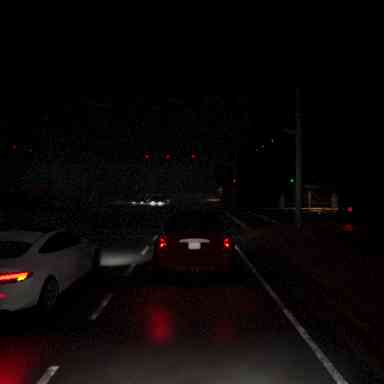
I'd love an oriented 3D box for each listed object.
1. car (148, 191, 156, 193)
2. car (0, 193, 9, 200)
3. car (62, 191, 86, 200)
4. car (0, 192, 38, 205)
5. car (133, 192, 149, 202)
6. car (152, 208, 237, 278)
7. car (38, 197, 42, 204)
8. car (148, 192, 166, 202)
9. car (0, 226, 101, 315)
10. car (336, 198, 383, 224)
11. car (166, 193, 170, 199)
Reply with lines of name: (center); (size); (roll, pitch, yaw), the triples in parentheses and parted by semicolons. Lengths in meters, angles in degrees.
car: (-9.799, 0.721, 80.659); (2.150, 2.045, 5.566); (0, 0, 2)
car: (-42.379, 0.980, 72.501); (3.905, 1.438, 1.784); (0, 0, 0)
car: (-24.925, 0.789, 69.610); (3.866, 1.878, 1.905); (0, 0, 0)
car: (-24.960, 0.904, 47.092); (4.605, 1.855, 1.932); (0, 0, 0)
car: (-10.225, 1.136, 64.972); (1.882, 1.535, 5.008); (0, 0, 2)
car: (0.069, 1.299, 10.126); (2.097, 1.767, 4.553); (0, 0, 0)
car: (-24.904, 0.892, 49.986); (3.866, 1.878, 1.905); (0, 0, 0)
car: (-6.723, 1.259, 64.931); (1.895, 1.301, 4.718); (0, 0, 2)
car: (-3.438, 1.486, 7.356); (1.812, 1.442, 4.674); (0, 0, 1)
car: (12.566, 1.177, 23.011); (4.553, 1.767, 2.097); (0, 0, -2)
car: (-6.308, 0.986, 80.276); (1.837, 1.490, 4.892); (0, 0, 2)
